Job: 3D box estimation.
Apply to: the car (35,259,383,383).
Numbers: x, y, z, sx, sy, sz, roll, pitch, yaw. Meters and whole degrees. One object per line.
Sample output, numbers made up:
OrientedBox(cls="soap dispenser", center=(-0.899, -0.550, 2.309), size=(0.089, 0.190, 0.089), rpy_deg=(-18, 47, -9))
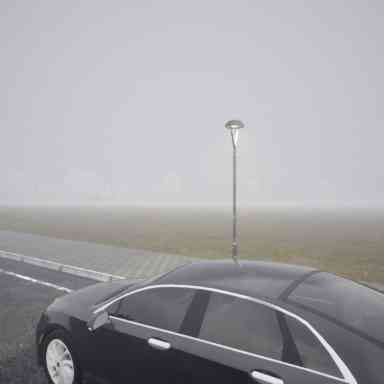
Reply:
OrientedBox(cls="car", center=(0.263, 1.506, 3.522), size=(4.892, 1.490, 1.837), rpy_deg=(0, 0, 36))
